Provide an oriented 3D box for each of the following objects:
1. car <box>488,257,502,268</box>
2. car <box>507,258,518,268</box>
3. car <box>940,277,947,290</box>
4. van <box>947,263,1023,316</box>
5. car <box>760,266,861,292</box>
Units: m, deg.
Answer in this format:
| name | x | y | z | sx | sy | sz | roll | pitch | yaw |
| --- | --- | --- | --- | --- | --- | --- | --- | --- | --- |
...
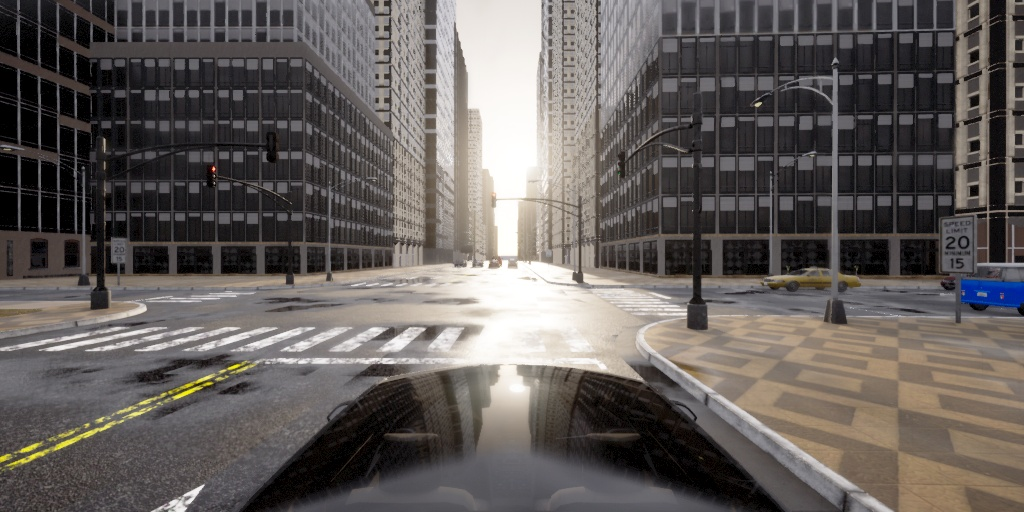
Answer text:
| name | x | y | z | sx | sy | sz | roll | pitch | yaw |
| --- | --- | --- | --- | --- | --- | --- | --- | --- | --- |
| car | -3.117 | 1.386 | 63.337 | 1.812 | 1.442 | 4.674 | 0 | 0 | 0 |
| car | 0.133 | 1.408 | 63.330 | 2.033 | 1.411 | 5.357 | 0 | 0 | 0 |
| car | 26.960 | 1.356 | 20.202 | 4.207 | 1.307 | 1.802 | 0 | 0 | 2 |
| van | 18.380 | 1.119 | 12.534 | 3.998 | 1.789 | 1.690 | 0 | 0 | 2 |
| car | 17.127 | 1.293 | 20.709 | 4.829 | 1.417 | 1.751 | 0 | 0 | 2 |
